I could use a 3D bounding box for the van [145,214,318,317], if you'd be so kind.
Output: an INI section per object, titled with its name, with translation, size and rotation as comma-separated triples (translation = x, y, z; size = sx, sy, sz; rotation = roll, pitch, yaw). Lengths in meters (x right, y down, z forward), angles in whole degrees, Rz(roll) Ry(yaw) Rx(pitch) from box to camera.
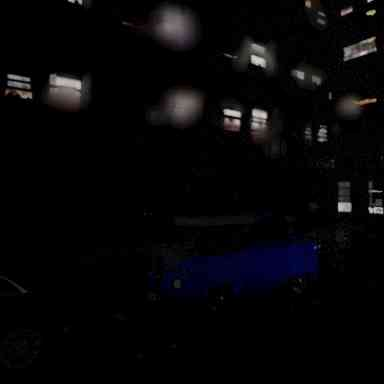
[van]
translation = 1.000, 1.392, 7.250
size = 3.998, 1.788, 1.690
rotation = 1, -1, -35

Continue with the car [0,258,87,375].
[car]
translation = -3.560, 1.544, 3.993
size = 4.403, 1.369, 2.008
rotation = 1, -1, -35
